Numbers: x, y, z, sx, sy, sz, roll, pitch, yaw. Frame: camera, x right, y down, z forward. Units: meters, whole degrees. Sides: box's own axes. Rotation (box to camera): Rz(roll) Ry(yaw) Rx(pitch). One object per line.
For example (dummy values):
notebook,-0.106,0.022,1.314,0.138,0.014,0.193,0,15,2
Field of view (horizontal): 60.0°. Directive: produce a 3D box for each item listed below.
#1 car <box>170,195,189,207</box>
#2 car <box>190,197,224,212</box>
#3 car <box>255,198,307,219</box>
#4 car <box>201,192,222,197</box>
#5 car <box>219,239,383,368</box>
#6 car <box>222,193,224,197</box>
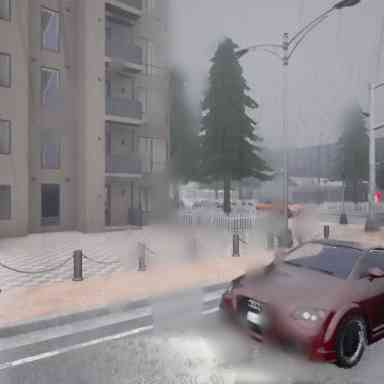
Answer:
car,-3.253,1.563,50.387,2.033,1.411,5.357,0,0,-37
car,1.828,1.579,37.589,1.994,1.385,4.181,0,0,-37
car,7.872,1.367,29.600,2.097,1.767,4.553,0,0,-37
car,5.388,1.113,92.669,1.932,1.855,4.605,0,0,-37
car,2.495,1.564,5.769,4.181,1.385,1.994,0,0,-35
car,7.475,1.092,94.733,1.905,1.878,3.866,0,0,-37
